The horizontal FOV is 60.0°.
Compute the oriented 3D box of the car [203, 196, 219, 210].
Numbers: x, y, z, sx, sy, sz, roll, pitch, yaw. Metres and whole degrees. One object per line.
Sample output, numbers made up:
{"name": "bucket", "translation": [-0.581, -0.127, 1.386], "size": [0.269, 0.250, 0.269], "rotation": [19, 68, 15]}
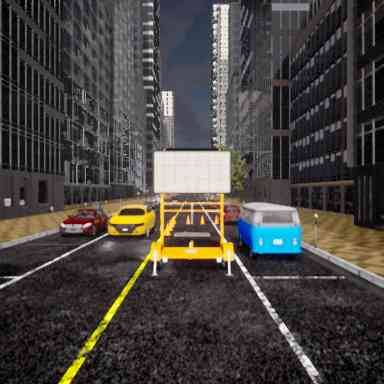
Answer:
{"name": "car", "translation": [2.704, 1.552, 40.749], "size": [1.802, 1.307, 4.206], "rotation": [0, 0, 0]}

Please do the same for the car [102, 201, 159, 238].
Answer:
{"name": "car", "translation": [-3.095, 1.465, 17.863], "size": [1.882, 1.535, 5.008], "rotation": [0, 0, 0]}

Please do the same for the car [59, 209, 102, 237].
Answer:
{"name": "car", "translation": [-5.685, 1.569, 17.985], "size": [1.802, 1.307, 4.206], "rotation": [0, 0, 0]}

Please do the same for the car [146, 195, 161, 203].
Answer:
{"name": "car", "translation": [-5.675, 1.515, 46.448], "size": [2.008, 1.369, 4.403], "rotation": [0, 0, 0]}

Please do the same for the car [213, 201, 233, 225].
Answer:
{"name": "car", "translation": [2.698, 1.565, 23.671], "size": [1.802, 1.307, 4.206], "rotation": [0, 0, 0]}

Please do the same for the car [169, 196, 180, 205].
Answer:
{"name": "car", "translation": [-3.057, 1.470, 59.016], "size": [1.812, 1.442, 4.674], "rotation": [0, 0, 0]}

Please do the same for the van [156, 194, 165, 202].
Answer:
{"name": "van", "translation": [-5.670, 1.288, 57.833], "size": [1.690, 1.788, 3.998], "rotation": [0, 0, 0]}

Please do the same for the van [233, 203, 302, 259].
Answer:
{"name": "van", "translation": [2.694, 1.332, 12.287], "size": [1.690, 1.788, 3.998], "rotation": [0, 0, 0]}

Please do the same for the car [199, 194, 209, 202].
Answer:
{"name": "car", "translation": [2.716, 1.349, 74.903], "size": [1.967, 1.590, 4.097], "rotation": [0, 0, 0]}

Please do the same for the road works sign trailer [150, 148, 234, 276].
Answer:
{"name": "road works sign trailer", "translation": [0.003, 0.457, 10.306], "size": [2.380, 3.560, 2.880], "rotation": [0, 0, 0]}

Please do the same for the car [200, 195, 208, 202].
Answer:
{"name": "car", "translation": [2.708, 1.508, 52.134], "size": [2.008, 1.369, 4.403], "rotation": [0, 0, 0]}
